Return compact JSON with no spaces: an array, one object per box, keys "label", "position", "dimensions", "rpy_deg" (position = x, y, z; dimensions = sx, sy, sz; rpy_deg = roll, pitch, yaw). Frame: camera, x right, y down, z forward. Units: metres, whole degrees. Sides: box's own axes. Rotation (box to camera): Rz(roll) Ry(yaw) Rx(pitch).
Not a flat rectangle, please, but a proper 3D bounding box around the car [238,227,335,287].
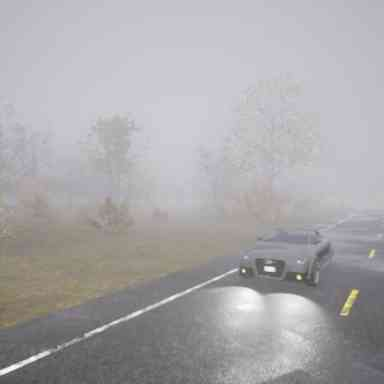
[{"label":"car","position":[3.003,1.771,10.067],"dimensions":[1.994,1.385,4.181],"rpy_deg":[-1,-1,32]}]
